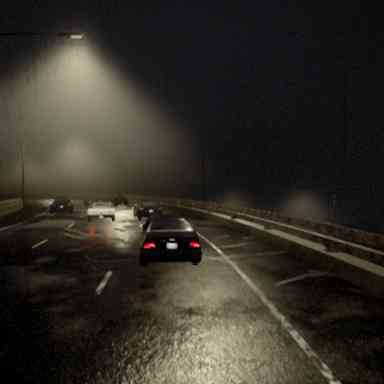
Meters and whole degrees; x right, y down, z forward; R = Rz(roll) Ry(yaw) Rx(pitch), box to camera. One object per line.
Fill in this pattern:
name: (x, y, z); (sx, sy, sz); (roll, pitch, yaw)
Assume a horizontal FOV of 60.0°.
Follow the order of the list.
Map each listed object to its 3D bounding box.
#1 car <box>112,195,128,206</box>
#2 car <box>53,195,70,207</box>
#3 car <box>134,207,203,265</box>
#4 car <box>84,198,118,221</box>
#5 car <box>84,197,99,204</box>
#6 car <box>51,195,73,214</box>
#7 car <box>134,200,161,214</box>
car: (-9.941, 1.149, 44.956); (1.837, 1.490, 4.892); (0, 0, -24)
car: (-17.899, 1.183, 45.520); (1.812, 1.442, 4.674); (0, 0, -26)
car: (-0.815, 1.453, 11.342); (2.033, 1.411, 5.357); (0, 1, -7)
car: (-6.723, 1.406, 24.864); (1.895, 1.301, 4.718); (0, 1, -14)
car: (-12.711, 1.271, 42.602); (1.895, 1.301, 4.718); (0, 1, -23)
car: (-12.718, 1.318, 32.663); (1.994, 1.385, 4.181); (0, 1, -19)
car: (-3.493, 1.350, 26.371); (1.994, 1.385, 4.181); (0, 1, -14)
